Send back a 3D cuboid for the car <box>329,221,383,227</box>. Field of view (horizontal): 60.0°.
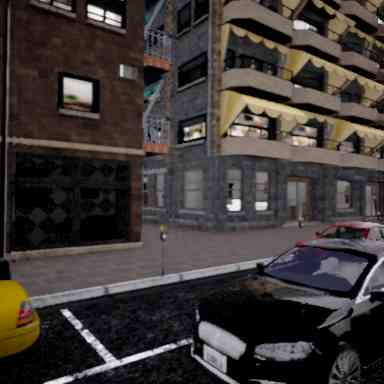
[{"bbox_3d":[4.915,1.590,10.064,4.507,1.381,1.887,0,1,-36],"label":"car"}]

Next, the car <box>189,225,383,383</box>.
[{"bbox_3d":[2.231,1.514,4.969,4.902,1.511,2.128,0,0,-36],"label":"car"}]

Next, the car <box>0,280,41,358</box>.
[{"bbox_3d":[-4.279,1.532,3.484,4.829,1.417,1.752,0,1,-36],"label":"car"}]
